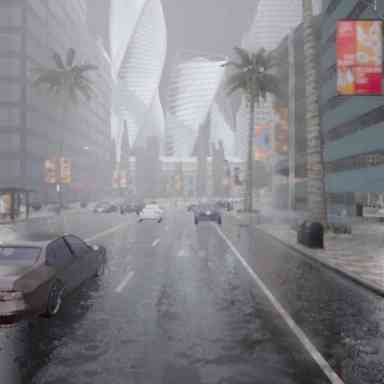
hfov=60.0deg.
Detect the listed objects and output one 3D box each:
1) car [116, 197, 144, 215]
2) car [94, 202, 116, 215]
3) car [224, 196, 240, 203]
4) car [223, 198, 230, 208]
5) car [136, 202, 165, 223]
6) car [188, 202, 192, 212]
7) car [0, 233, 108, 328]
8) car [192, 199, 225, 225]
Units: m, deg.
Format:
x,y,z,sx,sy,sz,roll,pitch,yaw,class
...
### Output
x,y,z,sx,sy,sz,roll,pitch,yaw,class
-6.950,1.640,39.449,2.150,2.045,5.566,0,0,2,car
-10.350,1.918,40.164,2.128,1.511,4.902,0,-1,3,car
8.584,1.837,77.154,5.566,2.045,2.150,0,-1,-35,car
4.336,2.175,57.447,1.994,1.385,4.181,0,-1,33,car
-3.412,1.834,28.943,1.812,1.442,4.674,0,-1,0,car
0.698,2.025,46.989,1.812,1.442,4.674,0,-1,13,car
-3.399,1.628,7.454,2.033,1.411,5.357,0,-1,0,car
1.226,1.641,27.165,2.097,1.767,4.553,0,-1,0,car
